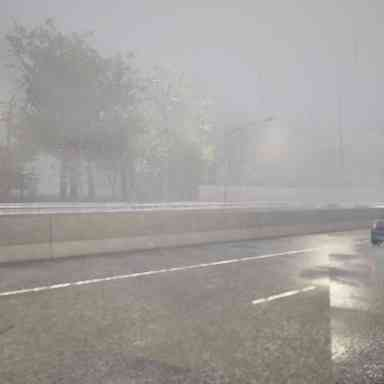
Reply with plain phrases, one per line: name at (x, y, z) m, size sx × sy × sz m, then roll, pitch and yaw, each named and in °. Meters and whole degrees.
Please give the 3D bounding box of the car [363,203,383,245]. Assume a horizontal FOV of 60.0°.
car at (10.233, 1.556, 15.310) m, size 4.553 × 1.767 × 2.097 m, roll 1°, pitch 0°, yaw -35°

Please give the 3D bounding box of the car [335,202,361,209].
car at (22.010, 2.066, 45.349) m, size 4.674 × 1.442 × 1.812 m, roll 1°, pitch -1°, yaw -35°

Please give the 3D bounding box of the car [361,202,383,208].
car at (24.052, 2.067, 42.507) m, size 4.674 × 1.442 × 1.812 m, roll 1°, pitch -1°, yaw -35°

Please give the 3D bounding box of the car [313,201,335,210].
car at (19.267, 2.019, 47.604) m, size 4.902 × 1.511 × 2.128 m, roll 1°, pitch -1°, yaw -36°

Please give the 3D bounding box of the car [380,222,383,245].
car at (7.528, 1.626, 9.120) m, size 4.902 × 1.511 × 2.128 m, roll 1°, pitch 0°, yaw -35°
